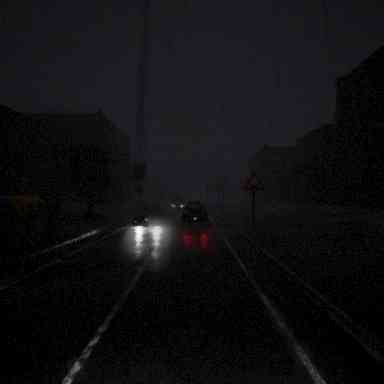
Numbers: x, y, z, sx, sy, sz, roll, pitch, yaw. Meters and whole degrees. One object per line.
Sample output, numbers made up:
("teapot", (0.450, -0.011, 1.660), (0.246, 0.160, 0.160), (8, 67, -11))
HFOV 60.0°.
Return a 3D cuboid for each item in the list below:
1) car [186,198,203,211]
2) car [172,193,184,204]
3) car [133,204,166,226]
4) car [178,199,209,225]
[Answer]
("car", (0.314, 1.577, 42.436), (2.128, 1.511, 4.902), (0, 0, 0))
("car", (-2.687, 1.287, 64.492), (2.150, 2.045, 5.566), (0, 0, 1))
("car", (-2.976, 1.595, 23.817), (1.994, 1.385, 4.181), (0, 1, 0))
("car", (0.221, 1.549, 24.273), (2.128, 1.511, 4.902), (0, 0, 0))
